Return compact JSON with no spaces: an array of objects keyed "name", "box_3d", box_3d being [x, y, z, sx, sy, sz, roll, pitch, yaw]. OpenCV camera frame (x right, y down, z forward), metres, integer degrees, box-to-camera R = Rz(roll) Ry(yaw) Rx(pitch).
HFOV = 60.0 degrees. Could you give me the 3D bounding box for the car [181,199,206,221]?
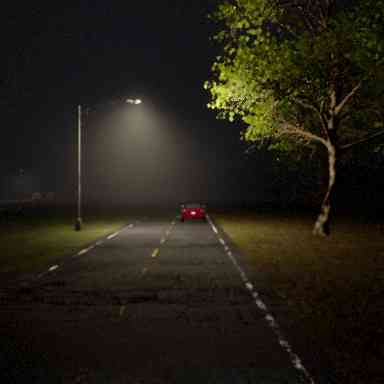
[{"name":"car","box_3d":[0.111,1.581,27.483,1.994,1.385,4.181,0,0,0]}]
